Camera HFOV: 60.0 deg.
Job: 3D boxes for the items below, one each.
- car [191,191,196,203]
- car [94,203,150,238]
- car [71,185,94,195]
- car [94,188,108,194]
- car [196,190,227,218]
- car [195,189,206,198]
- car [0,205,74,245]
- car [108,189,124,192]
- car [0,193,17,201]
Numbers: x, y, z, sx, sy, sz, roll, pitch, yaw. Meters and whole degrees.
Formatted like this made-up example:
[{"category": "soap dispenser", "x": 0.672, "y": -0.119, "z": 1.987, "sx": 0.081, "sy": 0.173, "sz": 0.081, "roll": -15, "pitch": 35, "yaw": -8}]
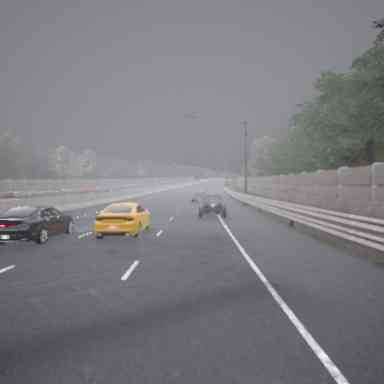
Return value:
[{"category": "car", "x": 0.969, "y": 0.749, "z": 46.151, "sx": 1.994, "sy": 1.385, "sz": 4.181, "roll": 0, "pitch": 1, "yaw": 3}, {"category": "car", "x": -3.268, "y": 1.279, "z": 16.354, "sx": 1.882, "sy": 1.535, "sz": 5.008, "roll": 0, "pitch": 1, "yaw": 1}, {"category": "car", "x": -22.509, "y": -0.288, "z": 67.596, "sx": 2.150, "sy": 2.045, "sz": 5.566, "roll": 0, "pitch": 2, "yaw": 3}, {"category": "car", "x": -18.891, "y": -0.050, "z": 69.505, "sx": 2.033, "sy": 1.411, "sz": 5.357, "roll": 0, "pitch": 2, "yaw": 3}, {"category": "car", "x": 1.542, "y": 0.962, "z": 26.007, "sx": 2.097, "sy": 1.767, "sz": 4.553, "roll": 0, "pitch": 1, "yaw": 1}, {"category": "car", "x": 1.589, "y": 0.277, "z": 60.245, "sx": 1.812, "sy": 1.442, "sz": 4.674, "roll": 0, "pitch": 2, "yaw": 3}, {"category": "car", "x": -6.791, "y": 1.342, "z": 14.611, "sx": 1.837, "sy": 1.490, "sz": 4.892, "roll": 0, "pitch": 1, "yaw": 1}, {"category": "car", "x": -15.400, "y": 0.013, "z": 69.258, "sx": 1.895, "sy": 1.301, "sz": 4.718, "roll": 0, "pitch": 2, "yaw": 3}, {"category": "car", "x": -17.182, "y": 0.894, "z": 29.058, "sx": 2.097, "sy": 1.767, "sz": 4.553, "roll": 0, "pitch": 1, "yaw": 2}]
